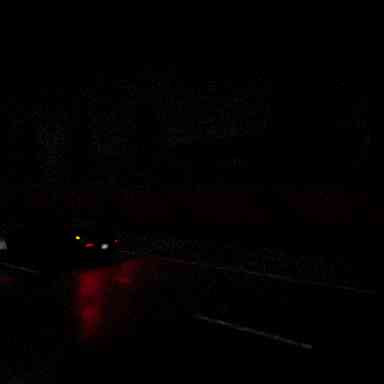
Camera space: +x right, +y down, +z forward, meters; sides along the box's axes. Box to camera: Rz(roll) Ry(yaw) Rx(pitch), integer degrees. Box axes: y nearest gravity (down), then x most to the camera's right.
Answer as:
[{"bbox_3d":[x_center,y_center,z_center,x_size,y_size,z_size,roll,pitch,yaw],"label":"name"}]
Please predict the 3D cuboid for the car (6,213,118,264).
[{"bbox_3d":[-4.553,1.452,11.537,4.674,1.442,1.812,1,0,35],"label":"car"}]
